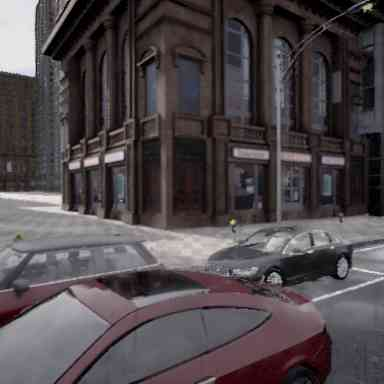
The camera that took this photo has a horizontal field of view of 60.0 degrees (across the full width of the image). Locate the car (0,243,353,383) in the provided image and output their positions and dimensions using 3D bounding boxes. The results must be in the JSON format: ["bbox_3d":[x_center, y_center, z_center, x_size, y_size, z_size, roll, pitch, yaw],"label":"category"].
[{"bbox_3d":[-0.638,1.526,2.900,4.674,1.442,1.812,0,0,-35],"label":"car"}]

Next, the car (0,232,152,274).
[{"bbox_3d":[-2.311,1.440,5.007,4.097,1.590,1.967,0,0,-35],"label":"car"}]

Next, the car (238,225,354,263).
[{"bbox_3d":[2.305,1.551,8.299,4.403,1.369,2.008,0,0,-35],"label":"car"}]
